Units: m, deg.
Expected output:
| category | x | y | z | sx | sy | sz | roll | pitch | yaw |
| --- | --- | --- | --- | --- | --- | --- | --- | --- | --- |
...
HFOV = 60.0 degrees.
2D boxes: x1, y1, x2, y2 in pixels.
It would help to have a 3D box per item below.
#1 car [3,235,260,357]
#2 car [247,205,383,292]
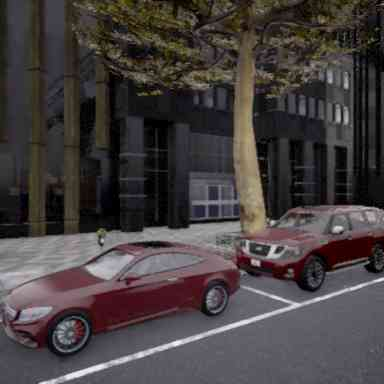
| category | x | y | z | sx | sy | sz | roll | pitch | yaw |
| --- | --- | --- | --- | --- | --- | --- | --- | --- | --- |
| car | -0.964 | 1.583 | 5.962 | 4.206 | 1.307 | 1.802 | 0 | 0 | -35 |
| car | 3.526 | 1.324 | 9.163 | 5.009 | 1.841 | 2.192 | 0 | 0 | -35 |
